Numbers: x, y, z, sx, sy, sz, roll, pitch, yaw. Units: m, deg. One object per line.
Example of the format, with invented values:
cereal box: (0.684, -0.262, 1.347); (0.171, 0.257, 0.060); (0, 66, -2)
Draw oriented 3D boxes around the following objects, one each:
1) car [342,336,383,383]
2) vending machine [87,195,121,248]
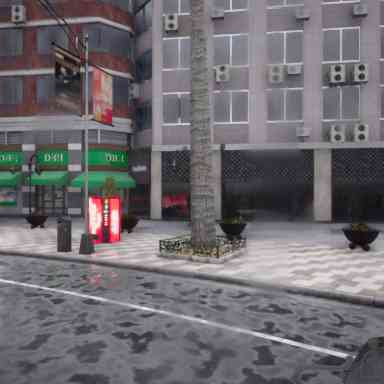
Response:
car: (3.464, 1.547, 1.380); (5.357, 1.411, 2.033); (0, 0, 37)
vending machine: (-3.719, 1.195, 14.127); (0.880, 2.100, 1.100); (0, 0, 24)
